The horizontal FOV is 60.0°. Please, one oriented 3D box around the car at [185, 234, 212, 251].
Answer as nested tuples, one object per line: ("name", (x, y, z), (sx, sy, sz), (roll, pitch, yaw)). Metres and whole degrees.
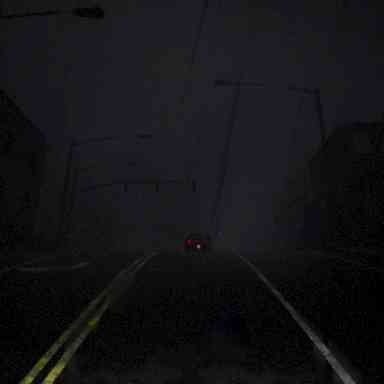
("car", (0.511, 3.836, 24.848), (1.895, 1.301, 4.718), (0, -11, 2))
